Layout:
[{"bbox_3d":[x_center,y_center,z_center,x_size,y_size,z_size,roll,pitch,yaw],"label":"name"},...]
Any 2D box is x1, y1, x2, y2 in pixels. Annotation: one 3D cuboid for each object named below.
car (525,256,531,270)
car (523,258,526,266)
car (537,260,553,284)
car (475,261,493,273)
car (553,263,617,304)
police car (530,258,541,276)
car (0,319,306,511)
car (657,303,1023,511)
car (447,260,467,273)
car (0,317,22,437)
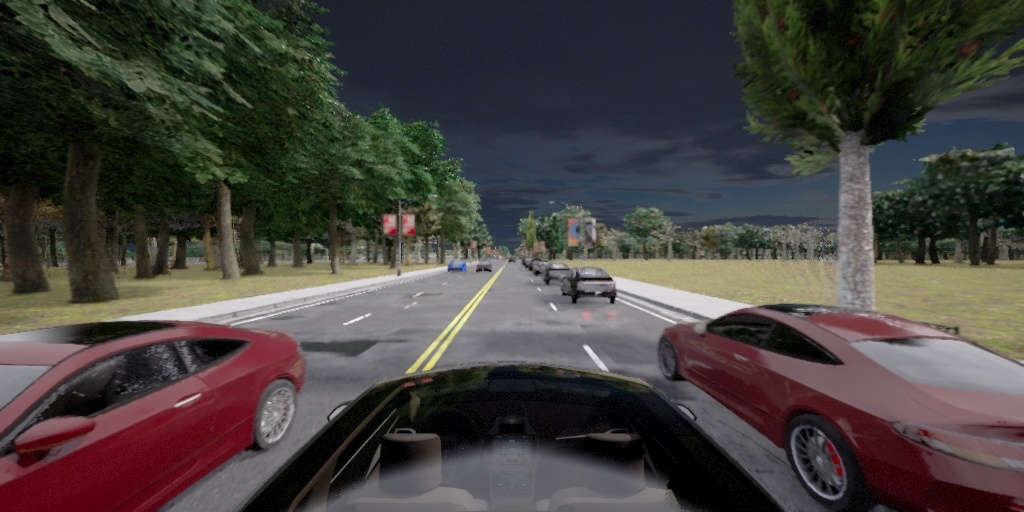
[{"bbox_3d":[3.262,1.180,48.523,2.033,1.649,4.856,0,0,0],"label":"car"},{"bbox_3d":[3.264,1.314,59.523,1.994,1.385,4.181,0,0,0],"label":"car"},{"bbox_3d":[3.256,1.242,26.523,2.128,1.511,4.902,0,0,0],"label":"car"},{"bbox_3d":[-3.327,1.298,43.778,2.033,1.411,5.357,0,0,0],"label":"car"},{"bbox_3d":[3.352,1.241,16.386,2.128,1.511,4.902,0,0,0],"label":"car"},{"bbox_3d":[3.259,1.255,37.523,2.038,1.542,4.974,0,0,0],"label":"police car"},{"bbox_3d":[-3.337,1.276,2.464,1.812,1.442,4.674,0,0,0],"label":"car"},{"bbox_3d":[3.358,1.276,4.177,1.812,1.442,4.674,0,0,0],"label":"car"},{"bbox_3d":[-6.573,1.229,43.428,1.882,1.535,5.008,0,0,0],"label":"car"},{"bbox_3d":[-6.600,1.352,1.778,1.895,1.301,4.718,0,0,0],"label":"car"}]
